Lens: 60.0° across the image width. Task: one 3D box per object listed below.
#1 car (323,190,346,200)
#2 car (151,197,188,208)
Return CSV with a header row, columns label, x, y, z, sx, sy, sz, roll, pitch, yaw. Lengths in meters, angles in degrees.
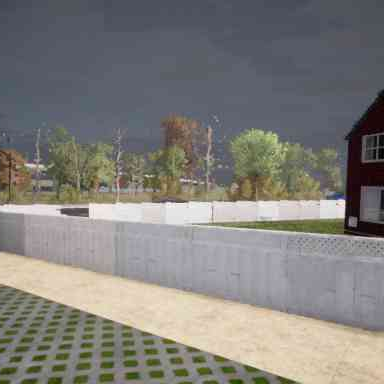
label,x,y,z,sx,sy,sz,roll,pitch,yaw
car,19.626,0.779,42.686,5.566,2.045,2.150,0,2,-18
car,-2.450,1.246,35.410,4.181,1.385,1.994,0,2,-18
